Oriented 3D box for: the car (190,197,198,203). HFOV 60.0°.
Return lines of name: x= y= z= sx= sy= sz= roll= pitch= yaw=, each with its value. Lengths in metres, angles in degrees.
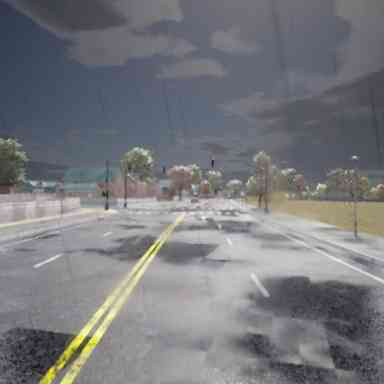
car: x=0.632 y=2.090 z=84.103 sx=2.033 sy=1.411 sz=5.357 roll=0 pitch=0 yaw=5
